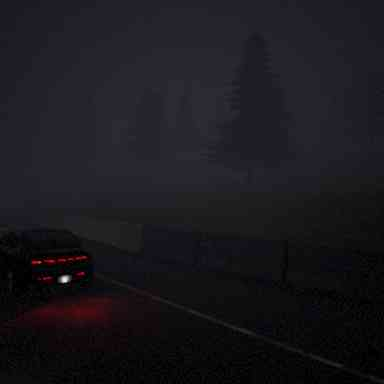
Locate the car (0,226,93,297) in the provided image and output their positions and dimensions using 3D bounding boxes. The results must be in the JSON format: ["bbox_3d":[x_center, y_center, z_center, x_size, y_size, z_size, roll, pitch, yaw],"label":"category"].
[{"bbox_3d":[-4.431,1.740,9.410,1.837,1.490,4.892,2,-1,-40],"label":"car"}]
